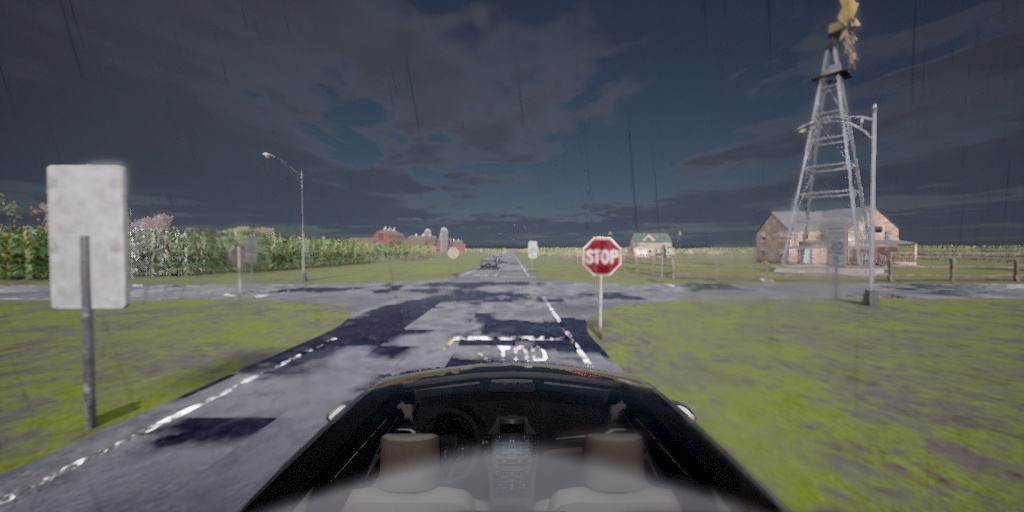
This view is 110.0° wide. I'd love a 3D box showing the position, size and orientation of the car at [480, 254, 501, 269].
[{"bbox_3d":[-2.746,0.819,43.144,1.994,1.385,4.181,0,1,0],"label":"car"}]
